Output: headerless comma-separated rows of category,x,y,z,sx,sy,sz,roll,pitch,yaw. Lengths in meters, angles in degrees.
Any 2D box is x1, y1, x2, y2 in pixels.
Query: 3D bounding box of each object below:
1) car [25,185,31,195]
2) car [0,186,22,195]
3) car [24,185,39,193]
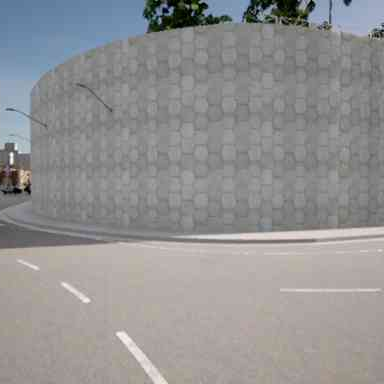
car,-27.883,-0.333,59.423,1.837,1.490,4.892,0,2,-13
car,-31.103,-0.299,57.839,2.128,1.511,4.902,0,2,-13
car,-34.246,-0.740,71.111,1.882,1.535,5.008,0,2,-13
